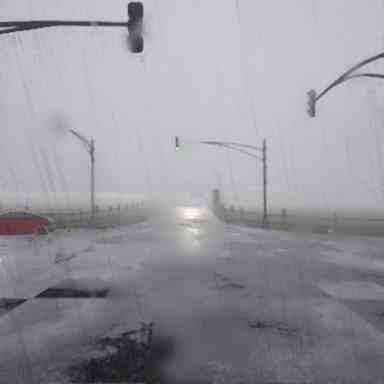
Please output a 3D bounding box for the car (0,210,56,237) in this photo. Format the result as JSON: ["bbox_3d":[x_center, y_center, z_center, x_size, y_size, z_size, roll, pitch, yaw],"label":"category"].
[{"bbox_3d":[-9.522,1.675,17.720,4.181,1.385,1.994,1,0,-23],"label":"car"}]
